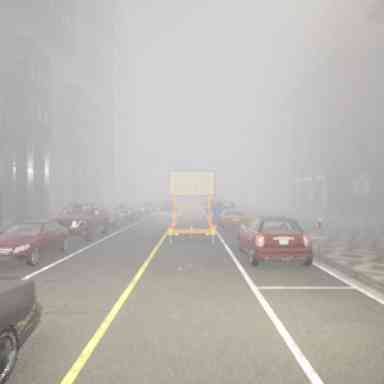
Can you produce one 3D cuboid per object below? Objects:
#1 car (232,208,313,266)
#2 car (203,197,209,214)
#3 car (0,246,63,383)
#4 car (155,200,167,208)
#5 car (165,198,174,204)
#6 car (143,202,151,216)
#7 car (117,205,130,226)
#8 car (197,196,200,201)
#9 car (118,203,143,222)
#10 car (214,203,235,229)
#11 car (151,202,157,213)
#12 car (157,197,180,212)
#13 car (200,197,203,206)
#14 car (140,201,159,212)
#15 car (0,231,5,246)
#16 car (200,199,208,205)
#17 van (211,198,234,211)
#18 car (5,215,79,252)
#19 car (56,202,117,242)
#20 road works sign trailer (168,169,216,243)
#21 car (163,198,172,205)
[{"bbox_3d":[2.760,1.551,11.934,1.967,1.590,4.097,0,-1,0],"label":"car"},{"bbox_3d":[2.760,1.689,39.943,2.192,1.841,5.009,0,-1,0],"label":"car"},{"bbox_3d":[-3.099,1.572,2.568,2.033,1.411,5.357,0,-1,0],"label":"car"},{"bbox_3d":[-5.763,2.139,62.336,1.887,1.381,4.507,0,-1,0],"label":"car"},{"bbox_3d":[-5.762,2.361,84.743,1.887,1.381,4.507,0,-1,0],"label":"car"},{"bbox_3d":[-5.764,1.871,34.327,2.008,1.369,4.403,0,-1,0],"label":"car"},{"bbox_3d":[-5.764,1.797,23.123,1.802,1.307,4.206,0,-1,0],"label":"car"},{"bbox_3d":[2.762,2.145,73.550,1.967,1.590,4.097,0,-1,0],"label":"car"},{"bbox_3d":[-5.764,1.707,28.725,1.967,1.590,4.097,0,-1,0],"label":"car"},{"bbox_3d":[2.761,1.742,23.307,1.752,1.417,4.829,0,-1,0],"label":"car"},{"bbox_3d":[-5.764,1.940,39.928,1.947,1.339,4.313,0,-1,0],"label":"car"},{"bbox_3d":[-3.085,1.772,44.787,2.097,1.767,4.553,0,0,0],"label":"car"},{"bbox_3d":[2.761,1.798,51.146,2.192,1.841,5.009,0,-1,0],"label":"car"},{"bbox_3d":[-5.763,1.994,45.529,1.947,1.339,4.313,0,-1,0],"label":"car"},{"bbox_3d":[-5.765,1.583,6.148,1.752,1.417,4.829,0,-1,0],"label":"car"},{"bbox_3d":[2.763,2.343,79.151,1.802,1.307,4.206,0,-1,0],"label":"car"},{"bbox_3d":[2.760,1.608,28.740,1.690,1.788,3.998,0,-1,0],"label":"van"},{"bbox_3d":[-5.764,1.693,11.918,1.802,1.307,4.206,0,-1,0],"label":"car"},{"bbox_3d":[-5.765,1.478,17.523,2.192,1.841,5.009,0,-1,0],"label":"car"},{"bbox_3d":[0.000,0.622,16.987,2.380,3.560,2.880,0,-1,0],"label":"road works sign trailer"},{"bbox_3d":[-5.763,2.201,79.142,1.967,1.590,4.097,0,-1,0],"label":"car"}]
